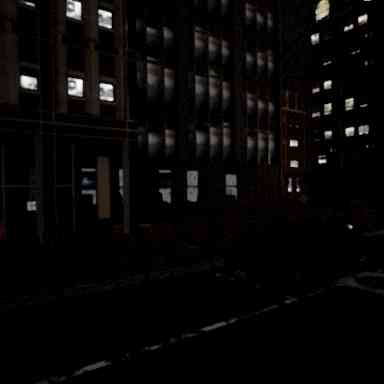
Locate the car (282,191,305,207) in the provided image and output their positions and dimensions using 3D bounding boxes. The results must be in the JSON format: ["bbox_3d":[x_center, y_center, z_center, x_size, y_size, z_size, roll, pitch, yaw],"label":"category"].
[{"bbox_3d":[9.715,0.770,34.697,1.752,1.417,4.829,-1,1,-36],"label":"car"}]

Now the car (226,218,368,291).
[{"bbox_3d":[2.838,1.388,8.579,4.313,1.339,1.947,-2,1,-35],"label":"car"}]

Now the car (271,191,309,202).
[{"bbox_3d":[13.026,0.594,44.458,1.752,1.417,4.829,-1,1,-36],"label":"car"}]

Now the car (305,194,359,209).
[{"bbox_3d":[12.916,0.837,30.234,1.802,1.307,4.206,-1,1,-36],"label":"car"}]
